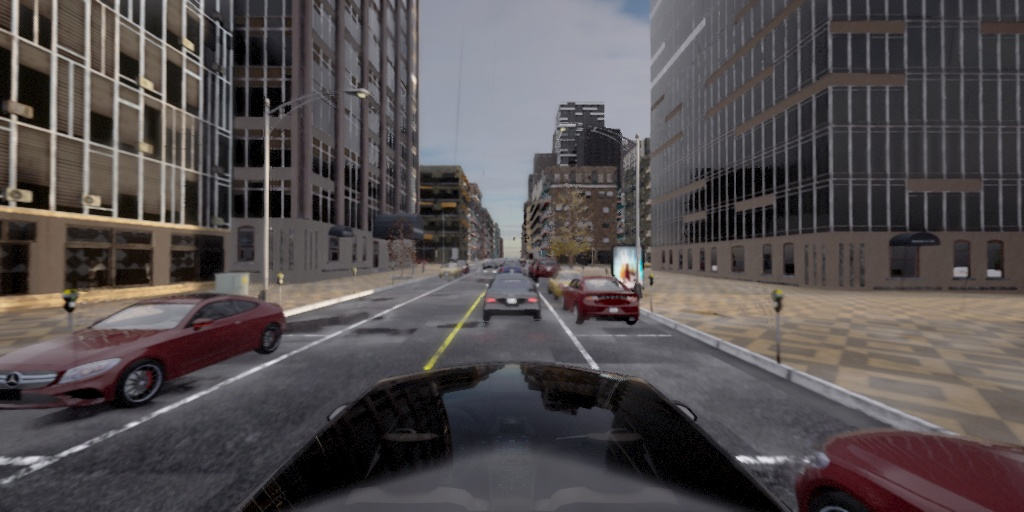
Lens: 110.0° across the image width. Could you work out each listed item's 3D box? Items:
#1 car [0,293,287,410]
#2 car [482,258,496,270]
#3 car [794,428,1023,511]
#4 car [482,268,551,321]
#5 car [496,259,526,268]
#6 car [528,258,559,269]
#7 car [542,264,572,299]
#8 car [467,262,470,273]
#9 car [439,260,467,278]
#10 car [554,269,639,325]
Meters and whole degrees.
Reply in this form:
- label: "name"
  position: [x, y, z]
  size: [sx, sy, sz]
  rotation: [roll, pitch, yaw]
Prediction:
- label: "car"
  position: [-5.693, 1.332, 6.150]
  size: [1.802, 1.307, 4.207]
  rotation: [0, 0, 0]
- label: "car"
  position: [-3.093, 1.319, 51.184]
  size: [1.994, 1.385, 4.181]
  rotation: [0, 0, 0]
- label: "car"
  position: [2.693, 1.332, 0.598]
  size: [1.802, 1.307, 4.207]
  rotation: [0, 0, 0]
- label: "car"
  position: [0.017, 1.298, 12.478]
  size: [2.033, 1.411, 5.357]
  rotation: [0, 0, 1]
- label: "car"
  position: [0.021, 1.104, 29.571]
  size: [2.097, 1.767, 4.553]
  rotation: [0, 0, 0]
- label: "car"
  position: [2.668, 1.067, 28.395]
  size: [2.192, 1.841, 5.009]
  rotation: [0, 0, 0]
- label: "car"
  position: [2.678, 1.277, 17.446]
  size: [1.751, 1.417, 4.829]
  rotation: [0, 0, 0]
- label: "car"
  position: [-5.722, 1.193, 39.508]
  size: [1.967, 1.591, 4.097]
  rotation: [0, 0, 0]
- label: "car"
  position: [-5.718, 1.278, 33.778]
  size: [1.751, 1.417, 4.829]
  rotation: [0, 0, 0]
- label: "car"
  position: [2.683, 1.296, 11.717]
  size: [1.888, 1.381, 4.507]
  rotation: [0, 0, 0]
